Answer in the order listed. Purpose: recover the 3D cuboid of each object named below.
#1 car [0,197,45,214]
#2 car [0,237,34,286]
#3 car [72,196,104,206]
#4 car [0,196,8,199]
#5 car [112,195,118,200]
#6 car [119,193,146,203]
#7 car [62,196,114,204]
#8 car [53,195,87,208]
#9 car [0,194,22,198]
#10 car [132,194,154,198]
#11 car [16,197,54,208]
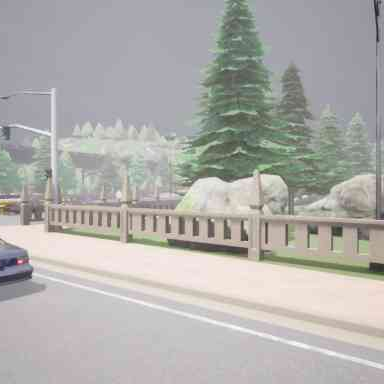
[{"bbox_3d":[-16.615,1.558,34.932,2.033,1.411,5.357,0,0,36],"label":"car"},{"bbox_3d":[-6.101,1.551,8.313,5.357,1.411,2.033,0,0,36],"label":"car"},{"bbox_3d":[-17.913,1.472,57.459,2.128,1.511,4.902,0,1,36],"label":"car"},{"bbox_3d":[-23.924,1.504,37.108,2.128,1.511,4.902,0,0,36],"label":"car"},{"bbox_3d":[-13.022,1.347,52.266,2.097,1.767,4.553,0,1,36],"label":"car"},{"bbox_3d":[-11.697,1.146,66.079,2.033,1.411,5.357,0,3,36],"label":"car"},{"bbox_3d":[-11.431,1.502,36.137,2.128,1.511,4.902,0,0,36],"label":"car"},{"bbox_3d":[-18.508,1.366,50.620,2.097,1.767,4.553,0,0,35],"label":"car"},{"bbox_3d":[-24.175,1.236,42.743,2.150,2.045,5.566,0,0,36],"label":"car"},{"bbox_3d":[-8.646,1.303,58.366,2.128,1.511,4.902,0,2,36],"label":"car"},{"bbox_3d":[-23.397,1.520,49.811,1.837,1.490,4.892,0,0,36],"label":"car"}]
